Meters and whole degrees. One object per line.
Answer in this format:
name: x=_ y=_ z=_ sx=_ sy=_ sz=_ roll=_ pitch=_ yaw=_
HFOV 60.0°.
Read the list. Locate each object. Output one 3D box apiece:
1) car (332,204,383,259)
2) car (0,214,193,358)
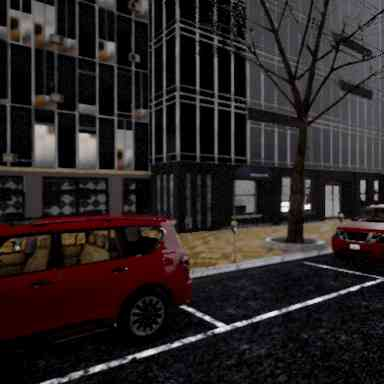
car: x=6.978 y=1.347 z=11.543 sx=5.009 sy=1.841 sz=2.192 roll=0 pitch=0 yaw=-35
car: x=-2.301 y=1.317 z=4.927 sx=5.009 sy=1.841 sz=2.192 roll=0 pitch=0 yaw=-35
